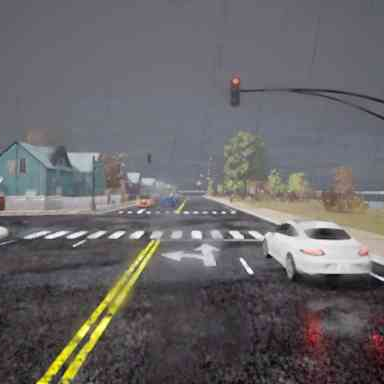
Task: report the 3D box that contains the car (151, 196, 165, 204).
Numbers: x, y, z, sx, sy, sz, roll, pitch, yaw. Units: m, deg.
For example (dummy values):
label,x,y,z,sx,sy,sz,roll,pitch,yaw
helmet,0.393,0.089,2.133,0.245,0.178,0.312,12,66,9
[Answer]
label,x,y,z,sx,sy,sz,roll,pitch,yaw
car,-6.464,1.471,63.798,2.033,1.411,5.357,0,0,0

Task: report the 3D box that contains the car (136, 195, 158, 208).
label,x,y,z,sx,sy,sz,roll,pitch,yaw
car,-6.549,1.285,47.086,2.097,1.767,4.553,0,0,0

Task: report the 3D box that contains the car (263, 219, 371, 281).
label,x,y,z,sx,sy,sz,roll,pitch,yaw
car,3.355,1.506,9.675,1.812,1.442,4.674,0,0,0

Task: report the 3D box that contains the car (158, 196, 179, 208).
label,x,y,z,sx,sy,sz,roll,pitch,yaw
car,-3.300,1.411,47.100,1.882,1.535,5.008,0,0,0
